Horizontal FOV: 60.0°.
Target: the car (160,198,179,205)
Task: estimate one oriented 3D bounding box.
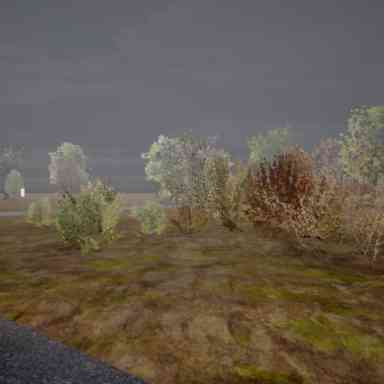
[{"bbox_3d":[-3.971,1.591,56.770,1.994,1.385,4.181,0,0,40],"label":"car"}]
